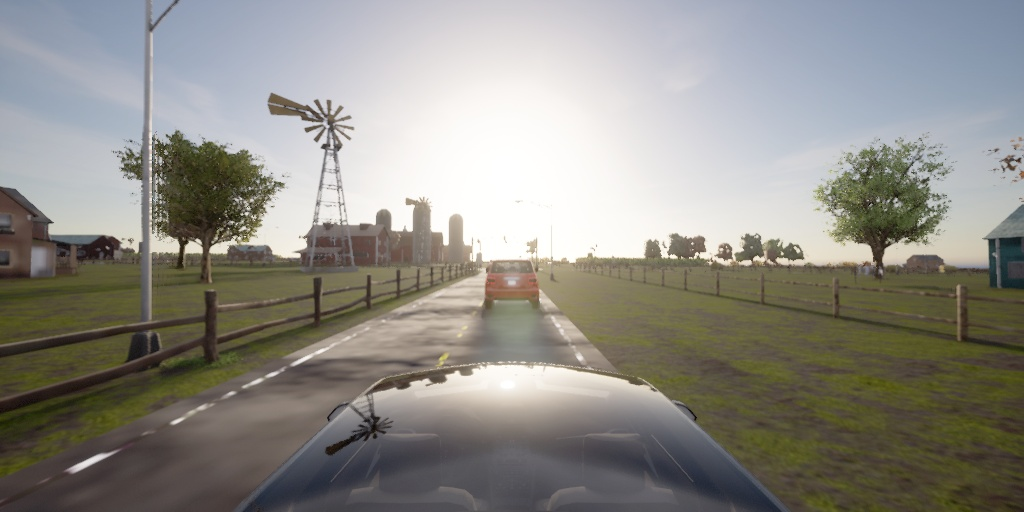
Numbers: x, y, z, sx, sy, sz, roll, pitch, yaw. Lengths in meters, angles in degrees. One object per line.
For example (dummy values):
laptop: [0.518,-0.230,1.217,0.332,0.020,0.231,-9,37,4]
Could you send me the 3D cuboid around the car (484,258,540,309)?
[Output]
car: [0.000,1.101,15.870,2.150,2.045,5.566,0,0,0]
